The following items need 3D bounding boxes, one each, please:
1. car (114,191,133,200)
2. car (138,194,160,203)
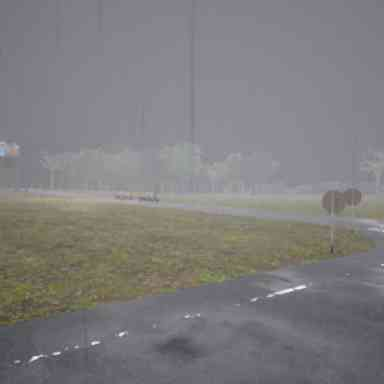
[{"bbox_3d":[-12.978,0.612,62.934,2.097,1.767,4.553,2,0,-36],"label":"car"},{"bbox_3d":[-7.159,1.052,54.839,1.895,1.301,4.718,2,0,-36],"label":"car"}]
